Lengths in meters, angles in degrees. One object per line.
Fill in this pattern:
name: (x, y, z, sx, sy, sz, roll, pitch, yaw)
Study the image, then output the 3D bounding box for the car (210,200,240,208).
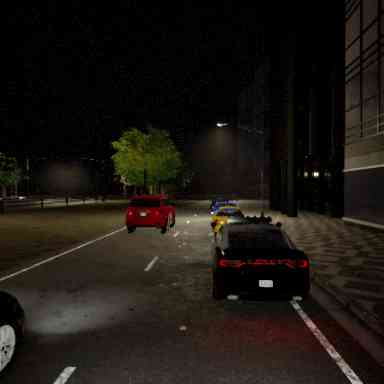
car: (2.027, 1.457, 18.435, 1.801, 1.575, 5.366, 0, 0, 4)

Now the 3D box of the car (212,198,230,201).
car: (2.455, 1.483, 24.154, 1.882, 1.535, 5.008, 0, 0, 5)

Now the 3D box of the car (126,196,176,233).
car: (-2.310, 1.225, 19.752, 2.150, 2.045, 5.566, 0, 0, 4)

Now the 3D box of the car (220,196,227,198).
car: (3.472, 1.570, 44.520, 2.033, 1.411, 5.357, 0, 0, 8)

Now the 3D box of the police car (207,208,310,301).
police car: (1.441, 1.424, 8.498, 1.930, 1.638, 5.238, 0, 0, 3)

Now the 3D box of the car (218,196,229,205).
car: (5.962, 1.548, 62.628, 1.837, 1.490, 4.892, 0, 0, 9)

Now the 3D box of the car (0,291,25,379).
car: (-3.234, 1.502, 2.577, 1.837, 1.490, 4.892, 0, -1, 2)
